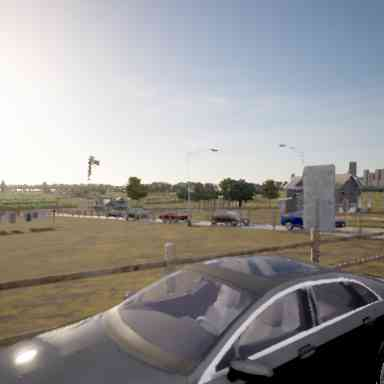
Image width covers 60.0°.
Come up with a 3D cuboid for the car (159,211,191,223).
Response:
[{"bbox_3d":[-2.072,3.032,40.736,1.895,1.301,4.718,0,-3,-36],"label":"car"}]

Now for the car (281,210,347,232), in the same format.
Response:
[{"bbox_3d":[9.068,2.137,25.147,1.882,1.535,5.008,0,-2,-36],"label":"car"}]

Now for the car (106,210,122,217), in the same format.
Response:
[{"bbox_3d":[-15.009,4.128,63.890,1.994,1.385,4.181,0,-3,-36],"label":"car"}]

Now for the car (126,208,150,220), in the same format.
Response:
[{"bbox_3d":[-7.931,3.206,48.989,2.097,1.767,4.553,0,-3,-35],"label":"car"}]

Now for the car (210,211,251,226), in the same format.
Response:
[{"bbox_3d":[3.673,2.553,32.688,1.812,1.442,4.674,0,-3,-35],"label":"car"}]

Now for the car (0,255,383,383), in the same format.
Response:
[{"bbox_3d":[0.438,1.502,3.367,4.902,1.511,2.128,0,0,-35],"label":"car"}]
